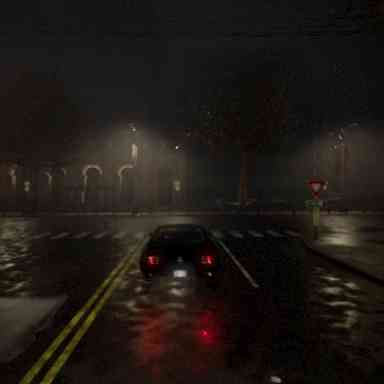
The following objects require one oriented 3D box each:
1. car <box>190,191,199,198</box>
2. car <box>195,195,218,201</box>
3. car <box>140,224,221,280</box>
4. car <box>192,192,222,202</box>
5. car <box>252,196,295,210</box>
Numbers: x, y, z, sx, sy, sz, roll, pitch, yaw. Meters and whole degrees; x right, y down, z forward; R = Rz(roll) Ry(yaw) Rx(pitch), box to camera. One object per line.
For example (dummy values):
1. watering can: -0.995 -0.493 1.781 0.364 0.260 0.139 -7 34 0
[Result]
1. car: 1.854 0.849 88.748 5.566 2.045 2.435 0 0 -1
2. car: 3.073 1.315 70.272 4.718 1.301 1.895 0 0 -1
3. car: -0.330 1.583 9.840 1.895 1.301 4.718 0 0 -2
4. car: 2.898 1.288 58.665 4.786 1.482 2.161 0 0 -1
5. car: 9.675 1.487 39.575 4.718 1.301 1.895 0 0 -1
